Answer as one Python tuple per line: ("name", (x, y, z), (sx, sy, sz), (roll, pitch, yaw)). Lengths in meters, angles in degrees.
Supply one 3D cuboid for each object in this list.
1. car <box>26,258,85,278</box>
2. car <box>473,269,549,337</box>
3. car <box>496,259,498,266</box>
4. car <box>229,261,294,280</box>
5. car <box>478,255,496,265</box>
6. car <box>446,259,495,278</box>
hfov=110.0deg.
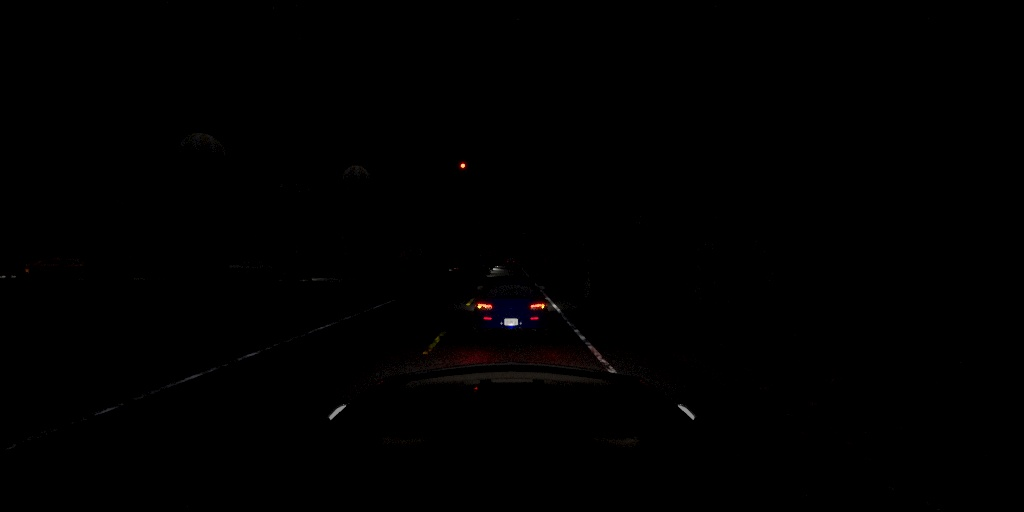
("car", (-34.915, 0.914, 28.276), (5.008, 1.535, 1.882), (0, 0, 0))
("car", (-0.029, 1.274, 10.129), (1.812, 1.442, 4.674), (0, 0, 0))
("car", (-3.808, 1.299, 59.597), (1.895, 1.301, 4.718), (0, 0, 0))
("car", (-19.908, 1.103, 28.420), (4.674, 1.442, 1.812), (1, 0, -1))
("car", (-3.787, 0.934, 49.824), (2.150, 2.045, 5.566), (0, 0, 0))
("car", (-4.102, 1.259, 33.677), (4.181, 1.385, 1.994), (1, 0, -42))
